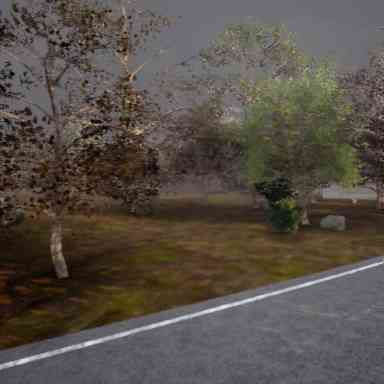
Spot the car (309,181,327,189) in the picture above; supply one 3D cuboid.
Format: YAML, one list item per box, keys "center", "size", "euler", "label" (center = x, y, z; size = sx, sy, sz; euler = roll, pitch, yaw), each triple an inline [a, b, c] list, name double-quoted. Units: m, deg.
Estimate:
- center: [29.705, -1.679, 78.246]
  size: [4.674, 1.442, 1.812]
  euler: [-7, 4, -41]
  label: "car"

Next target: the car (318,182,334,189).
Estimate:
- center: [30.171, -1.494, 74.264]
  size: [1.812, 1.442, 4.674]
  euler: [-1, 4, 44]
  label: "car"
